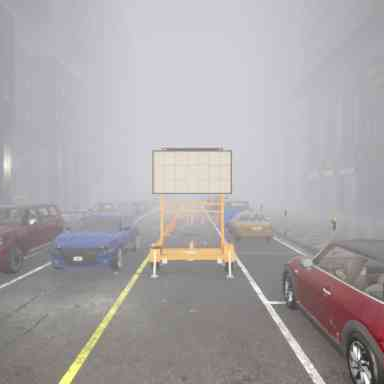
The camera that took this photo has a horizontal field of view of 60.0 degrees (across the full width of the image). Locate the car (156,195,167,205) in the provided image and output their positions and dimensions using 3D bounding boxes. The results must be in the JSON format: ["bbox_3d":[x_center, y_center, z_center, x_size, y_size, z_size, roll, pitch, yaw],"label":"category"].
[{"bbox_3d":[-5.722,1.561,55.536,1.887,1.381,4.507,0,0,0],"label":"car"}]

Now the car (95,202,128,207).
[{"bbox_3d":[-5.748,1.441,21.923,1.967,1.590,4.097,0,0,0],"label":"car"}]

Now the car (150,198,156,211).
[{"bbox_3d":[-5.735,1.572,38.729,1.947,1.339,4.313,0,0,0],"label":"car"}]

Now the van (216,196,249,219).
[{"bbox_3d":[2.776,1.342,21.930,1.690,1.788,3.998,0,0,0],"label":"van"}]

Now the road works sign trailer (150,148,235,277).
[{"bbox_3d":[0.007,0.464,10.170,2.380,3.560,2.880,0,0,0],"label":"road works sign trailer"}]

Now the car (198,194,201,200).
[{"bbox_3d":[2.812,1.465,66.743,1.967,1.590,4.097,0,0,0],"label":"car"}]

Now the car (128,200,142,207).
[{"bbox_3d":[-5.743,1.553,27.525,2.008,1.369,4.403,0,0,0],"label":"car"}]

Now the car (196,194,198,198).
[{"bbox_3d":[2.830,1.585,89.150,1.887,1.381,4.507,0,0,0],"label":"car"}]

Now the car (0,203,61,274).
[{"bbox_3d":[-5.757,1.315,10.719,2.192,1.841,5.009,0,0,0],"label":"car"}]

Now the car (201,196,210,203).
[{"bbox_3d":[2.817,1.610,72.345,1.802,1.307,4.206,0,0,0],"label":"car"}]

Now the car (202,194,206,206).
[{"bbox_3d":[2.794,1.324,44.337,2.192,1.841,5.009,0,0,0],"label":"car"}]

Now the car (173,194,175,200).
[{"bbox_3d":[-5.704,1.577,77.943,1.887,1.381,4.507,0,0,0],"label":"car"}]

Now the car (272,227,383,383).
[{"bbox_3d":[2.764,1.440,5.124,1.967,1.590,4.097,0,0,0],"label":"car"}]

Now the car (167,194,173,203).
[{"bbox_3d":[-5.709,1.468,72.342,1.967,1.590,4.097,0,0,0],"label":"car"}]

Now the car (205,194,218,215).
[{"bbox_3d":[2.785,1.319,33.133,2.192,1.841,5.009,0,0,0],"label":"car"}]

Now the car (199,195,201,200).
[{"bbox_3d":[2.808,1.586,61.142,1.947,1.339,4.313,0,0,0],"label":"car"}]

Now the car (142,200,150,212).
[{"bbox_3d":[-5.739,1.570,33.127,1.947,1.339,4.313,0,0,0],"label":"car"}]

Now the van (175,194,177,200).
[{"bbox_3d":[-5.696,1.381,89.149,1.690,1.788,3.998,0,0,0],"label":"van"}]

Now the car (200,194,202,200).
[{"bbox_3d":[2.803,1.457,55.540,1.967,1.590,4.097,0,0,0],"label":"car"}]

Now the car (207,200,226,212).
[{"bbox_3d":[2.790,1.588,38.735,1.802,1.307,4.206,0,0,0],"label":"car"}]

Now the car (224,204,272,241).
[{"bbox_3d":[2.773,1.525,16.499,1.752,1.417,4.829,0,0,0],"label":"car"}]

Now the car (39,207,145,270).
[{"bbox_3d":[-2.991,1.477,11.225,1.882,1.535,5.008,0,0,0],"label":"car"}]
